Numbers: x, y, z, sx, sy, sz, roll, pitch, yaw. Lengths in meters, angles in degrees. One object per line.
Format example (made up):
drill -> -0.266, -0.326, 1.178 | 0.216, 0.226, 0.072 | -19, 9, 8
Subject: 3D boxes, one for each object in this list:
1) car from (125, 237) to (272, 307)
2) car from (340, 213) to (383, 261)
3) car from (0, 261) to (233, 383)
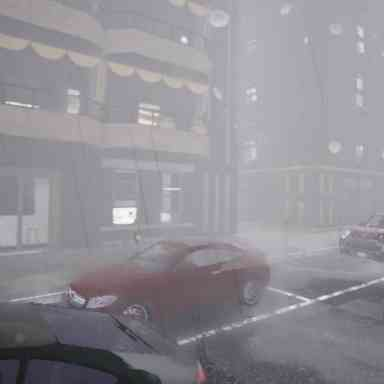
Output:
car -> -0.217, 1.589, 6.489 | 4.206, 1.307, 1.802 | 0, 1, -35
car -> 7.004, 1.465, 11.700 | 4.097, 1.590, 1.967 | 0, 1, -35
car -> -1.863, 1.563, 2.049 | 4.181, 1.385, 1.994 | 0, 0, -35
